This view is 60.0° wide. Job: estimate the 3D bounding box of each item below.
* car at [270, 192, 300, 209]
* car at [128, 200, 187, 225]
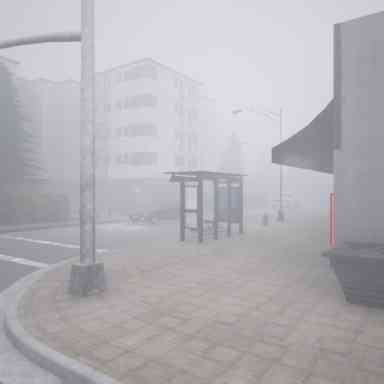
[{"bbox_3d":[11.757,1.050,41.816,2.150,2.045,5.566,0,0,36],"label":"car"},{"bbox_3d":[-2.167,1.328,22.549,1.837,1.490,4.892,0,0,36],"label":"car"}]
